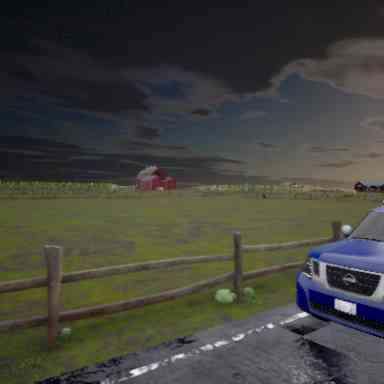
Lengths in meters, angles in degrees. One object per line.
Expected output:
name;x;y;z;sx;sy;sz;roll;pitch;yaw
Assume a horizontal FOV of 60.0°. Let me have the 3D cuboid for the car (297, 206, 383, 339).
car;4.353;1.223;6.125;5.566;2.045;2.150;0;0;-35
